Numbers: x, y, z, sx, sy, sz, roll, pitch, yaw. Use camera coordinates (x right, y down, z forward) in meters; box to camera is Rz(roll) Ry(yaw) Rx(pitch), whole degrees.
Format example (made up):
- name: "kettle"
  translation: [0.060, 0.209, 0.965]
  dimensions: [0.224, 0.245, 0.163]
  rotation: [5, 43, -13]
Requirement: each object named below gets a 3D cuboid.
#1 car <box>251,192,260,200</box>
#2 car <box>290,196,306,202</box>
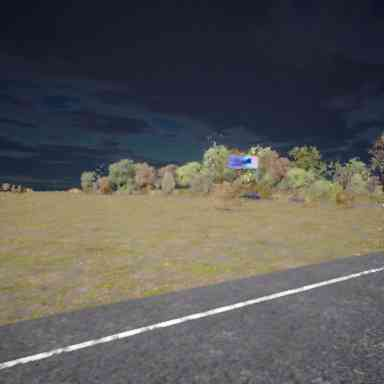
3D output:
- name: "car"
  translation: [14.232, 0.981, 81.572]
  dimensions: [2.150, 2.045, 5.566]
  rotation: [0, 0, -33]
- name: "car"
  translation: [21.941, 1.431, 69.648]
  dimensions: [1.994, 1.385, 4.181]
  rotation: [0, 0, -33]
